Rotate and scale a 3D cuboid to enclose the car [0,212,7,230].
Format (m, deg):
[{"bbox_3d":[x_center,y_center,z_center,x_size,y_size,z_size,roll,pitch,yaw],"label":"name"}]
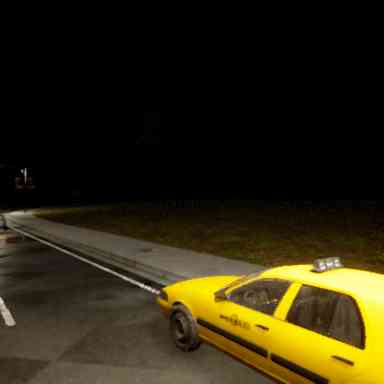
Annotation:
[{"bbox_3d":[-15.643,2.206,25.951,1.812,1.442,4.674,2,-2,-36],"label":"car"}]

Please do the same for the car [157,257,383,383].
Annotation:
[{"bbox_3d":[1.458,1.596,4.251,1.801,1.575,5.366,2,-2,-36],"label":"car"}]
